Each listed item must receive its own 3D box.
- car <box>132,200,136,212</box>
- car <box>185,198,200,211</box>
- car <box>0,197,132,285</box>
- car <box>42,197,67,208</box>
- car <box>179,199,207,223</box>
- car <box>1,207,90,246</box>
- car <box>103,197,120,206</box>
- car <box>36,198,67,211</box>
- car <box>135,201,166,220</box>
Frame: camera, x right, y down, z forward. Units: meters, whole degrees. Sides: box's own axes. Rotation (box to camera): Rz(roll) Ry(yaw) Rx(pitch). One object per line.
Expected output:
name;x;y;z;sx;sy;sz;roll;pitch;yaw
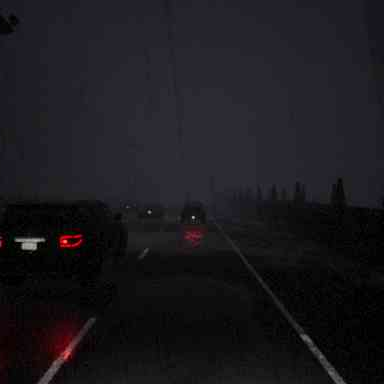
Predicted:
car;-6.912;1.622;37.836;1.994;1.385;4.181;0;0;0
car;0.087;1.597;42.790;1.812;1.442;4.674;0;0;0
car;-3.403;1.227;9.640;2.150;2.045;5.566;0;0;0
car;-21.022;1.600;51.056;1.837;1.490;4.892;0;-1;0
car;0.092;1.536;25.831;1.837;1.490;4.892;0;0;0
car;-6.906;1.560;16.500;2.033;1.411;5.357;0;0;0
car;-14.018;1.651;57.968;1.837;1.490;4.892;0;0;0
car;-17.561;1.574;41.873;1.837;1.490;4.892;0;-1;1
car;-3.409;1.601;28.817;1.994;1.385;4.181;0;0;0
